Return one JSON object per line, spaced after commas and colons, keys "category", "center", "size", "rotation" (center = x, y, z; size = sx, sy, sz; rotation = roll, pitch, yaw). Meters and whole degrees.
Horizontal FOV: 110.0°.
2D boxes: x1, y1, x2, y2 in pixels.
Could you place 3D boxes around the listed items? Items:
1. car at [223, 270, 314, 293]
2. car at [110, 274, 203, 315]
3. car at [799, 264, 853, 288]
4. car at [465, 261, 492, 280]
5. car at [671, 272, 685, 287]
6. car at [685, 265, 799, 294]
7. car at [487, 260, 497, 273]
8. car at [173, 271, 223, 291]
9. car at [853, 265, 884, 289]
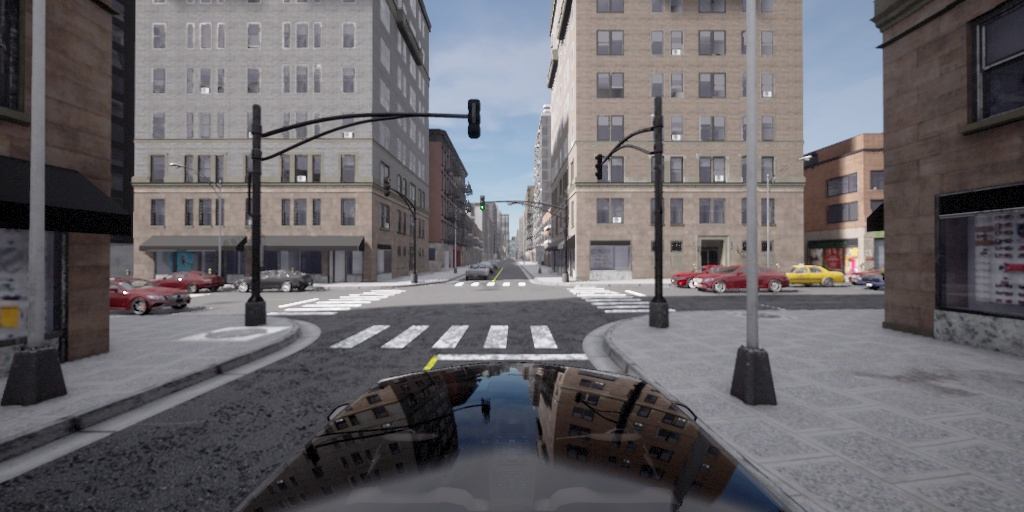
{"category": "car", "center": [-14.644, 1.510, 22.098], "size": [4.403, 1.370, 2.007], "rotation": [0, 0, 0]}
{"category": "car", "center": [-14.667, 1.481, 13.572], "size": [4.207, 1.307, 1.802], "rotation": [0, 0, 0]}
{"category": "car", "center": [17.442, 1.168, 21.911], "size": [4.829, 1.417, 1.751], "rotation": [0, 0, 0]}
{"category": "car", "center": [-3.130, 1.420, 32.737], "size": [1.895, 1.301, 4.718], "rotation": [0, 0, -1]}
{"category": "car", "center": [12.119, 1.241, 21.942], "size": [4.507, 1.381, 1.888], "rotation": [0, 0, 0]}
{"category": "car", "center": [12.177, 1.202, 19.189], "size": [4.674, 1.442, 1.812], "rotation": [-1, 0, 1]}
{"category": "car", "center": [-3.139, 1.357, 42.568], "size": [1.812, 1.442, 4.674], "rotation": [0, 0, 0]}
{"category": "car", "center": [-20.172, 1.597, 22.130], "size": [4.207, 1.307, 1.802], "rotation": [0, 0, 0]}
{"category": "car", "center": [21.763, 1.131, 19.131], "size": [5.357, 1.411, 2.033], "rotation": [-1, 0, 1]}
